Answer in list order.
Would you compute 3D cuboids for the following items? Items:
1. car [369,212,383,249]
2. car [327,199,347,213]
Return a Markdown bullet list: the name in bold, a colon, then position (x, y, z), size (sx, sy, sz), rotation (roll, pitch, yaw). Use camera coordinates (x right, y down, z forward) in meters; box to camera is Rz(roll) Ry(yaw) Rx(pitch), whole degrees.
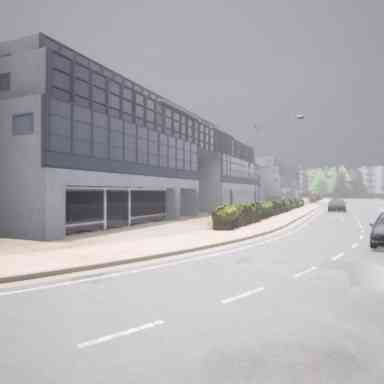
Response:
- **car**: position (8.819, 1.586, 14.313), size (2.033, 1.411, 5.357), rotation (0, 0, 32)
- **car**: position (16.662, 1.567, 38.167), size (1.882, 1.535, 5.008), rotation (0, 0, 25)
